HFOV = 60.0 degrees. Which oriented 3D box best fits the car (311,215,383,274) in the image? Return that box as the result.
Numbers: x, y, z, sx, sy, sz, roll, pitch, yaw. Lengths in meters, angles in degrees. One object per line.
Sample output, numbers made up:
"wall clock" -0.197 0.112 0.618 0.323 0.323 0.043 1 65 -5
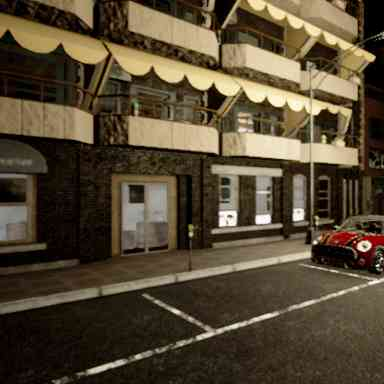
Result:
"car" 5.635 1.493 10.625 4.097 1.590 1.967 0 0 -36
